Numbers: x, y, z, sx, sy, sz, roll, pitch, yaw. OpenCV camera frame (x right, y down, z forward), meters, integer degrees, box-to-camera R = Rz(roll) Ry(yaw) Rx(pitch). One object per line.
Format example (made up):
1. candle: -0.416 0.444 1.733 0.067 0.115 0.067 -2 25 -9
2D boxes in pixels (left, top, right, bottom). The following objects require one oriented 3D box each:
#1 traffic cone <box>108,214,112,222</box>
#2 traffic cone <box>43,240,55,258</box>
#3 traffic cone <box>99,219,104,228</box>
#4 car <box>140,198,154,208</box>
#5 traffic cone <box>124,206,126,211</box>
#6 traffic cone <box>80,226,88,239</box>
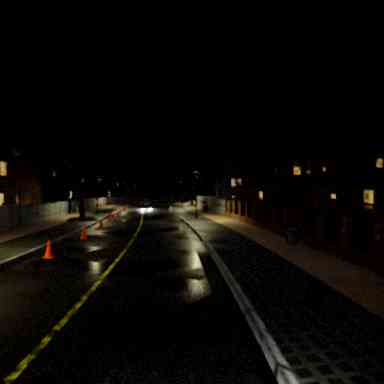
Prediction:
1. traffic cone: -6.482 2.046 26.404 0.340 0.580 0.340 0 0 -8
2. traffic cone: -5.008 1.997 11.657 0.340 0.580 0.340 0 0 -4
3. traffic cone: -5.871 2.029 21.501 0.340 0.580 0.340 0 0 -6
4. car: -6.971 1.642 51.722 2.128 1.511 4.902 0 0 -4
5. traffic cone: -8.394 2.088 41.394 0.340 0.580 0.340 0 0 -5
6. traffic cone: -5.379 2.012 16.585 0.340 0.580 0.340 0 0 -5
